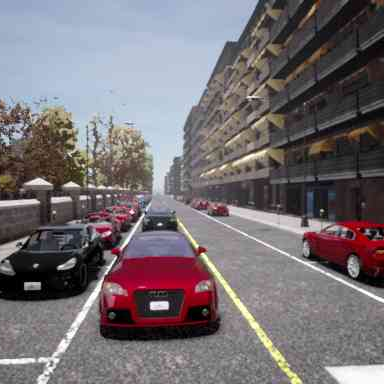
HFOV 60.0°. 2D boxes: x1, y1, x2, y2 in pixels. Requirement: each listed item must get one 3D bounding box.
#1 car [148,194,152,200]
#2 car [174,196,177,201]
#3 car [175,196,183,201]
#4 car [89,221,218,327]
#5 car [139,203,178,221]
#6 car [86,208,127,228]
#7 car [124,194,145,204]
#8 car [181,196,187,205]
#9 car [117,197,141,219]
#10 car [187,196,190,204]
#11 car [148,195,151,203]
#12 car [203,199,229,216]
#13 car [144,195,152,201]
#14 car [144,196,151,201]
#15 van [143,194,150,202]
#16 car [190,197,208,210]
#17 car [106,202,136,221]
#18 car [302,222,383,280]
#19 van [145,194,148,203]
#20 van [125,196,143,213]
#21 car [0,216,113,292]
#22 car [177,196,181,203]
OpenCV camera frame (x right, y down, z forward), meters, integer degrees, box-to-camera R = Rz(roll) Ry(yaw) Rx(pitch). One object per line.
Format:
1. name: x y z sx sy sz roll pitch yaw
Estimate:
1. car: -9.948 1.392 70.603 2.192 1.841 5.009 0 0 -6
2. car: -2.801 1.628 82.842 1.752 1.417 4.829 0 0 -6
3. car: -3.369 1.698 88.273 1.802 1.307 4.206 0 0 -6
4. car: -0.702 1.564 7.085 1.994 1.385 4.181 0 0 -6
5. car: -1.930 1.565 19.831 1.994 1.385 4.181 0 0 -6
6. car: -4.095 1.581 14.607 1.802 1.307 4.206 0 0 -6
7. car: -5.851 1.330 31.404 2.192 1.841 5.009 0 0 -6
8. car: -0.443 1.622 60.275 1.947 1.339 4.313 0 0 -6
9. car: -5.265 1.448 25.803 1.967 1.590 4.097 0 0 -6
10. car: 0.728 1.621 49.075 1.802 1.307 4.206 0 0 -6
11. car: -8.778 1.622 59.403 1.947 1.339 4.313 0 0 -6
12. car: 2.484 1.597 32.274 1.802 1.307 4.206 0 0 -6
13. car: -12.289 1.675 93.001 1.887 1.381 4.507 0 0 -6
14. car: -11.704 1.698 87.401 1.802 1.307 4.206 0 0 -6
15. van: -11.118 1.443 81.802 1.690 1.788 3.998 0 0 -6
16. car: 1.313 1.471 43.475 1.967 1.590 4.097 0 0 -6
17. car: -4.680 1.546 20.205 1.887 1.381 4.507 0 0 -6
18. car: 4.825 1.544 9.878 1.887 1.381 4.507 0 0 -6
19. van: -7.607 1.380 48.204 1.690 1.788 3.998 0 0 -6
20. van: -6.436 1.364 37.004 1.690 1.788 3.998 0 0 -6
21. car: -3.510 1.565 9.007 1.947 1.339 4.313 0 0 -6
22. car: -1.613 1.517 71.473 1.967 1.590 4.097 0 0 -6
